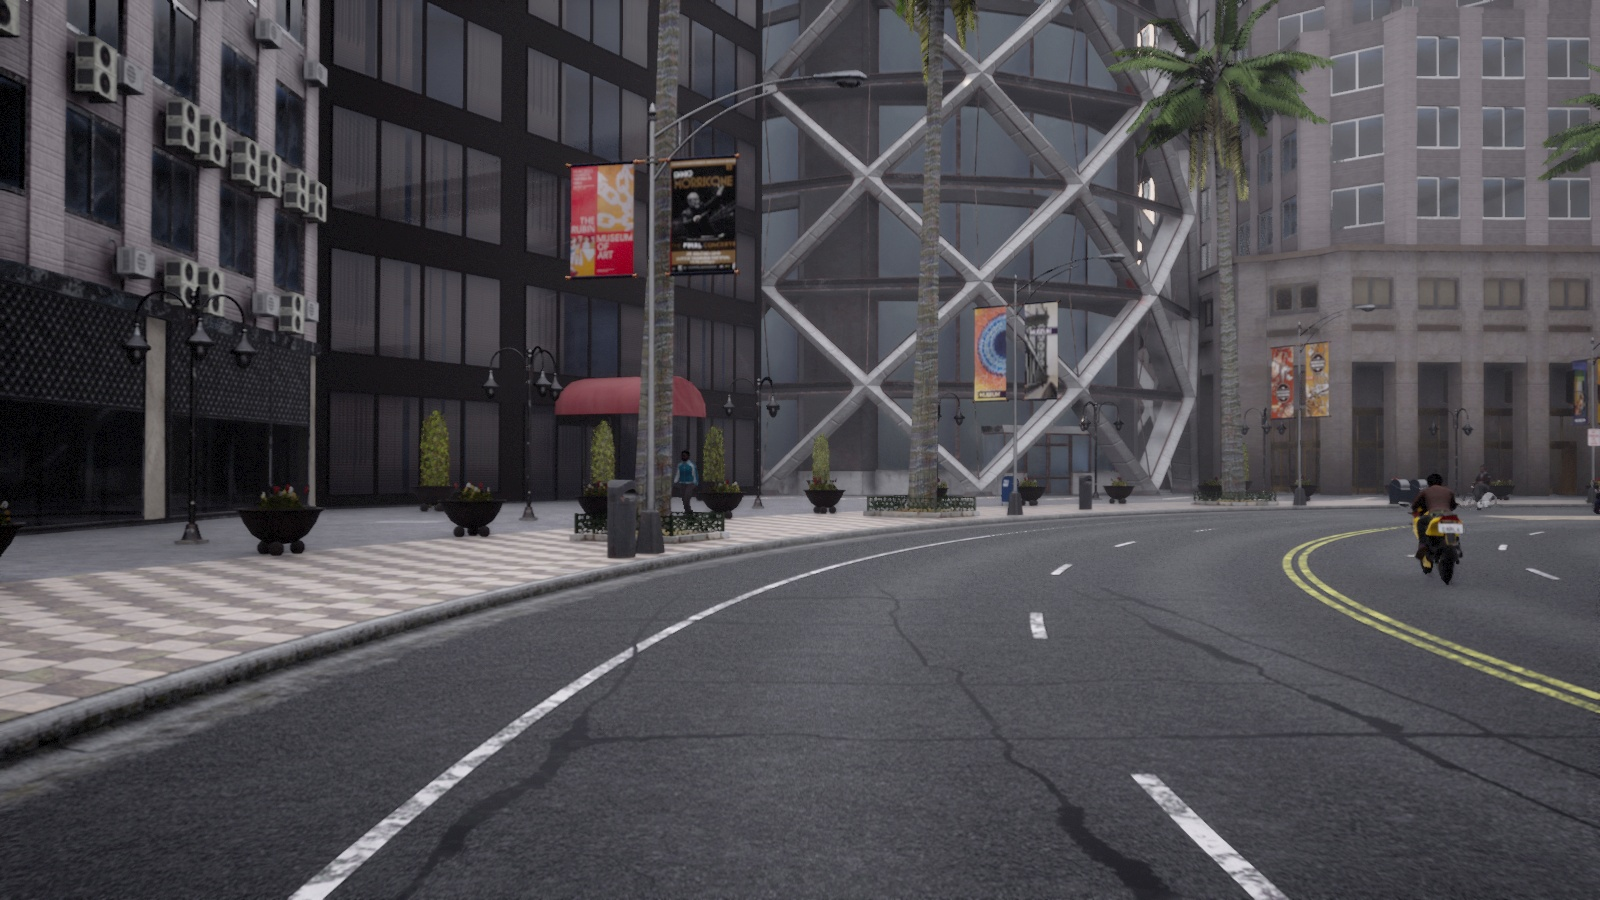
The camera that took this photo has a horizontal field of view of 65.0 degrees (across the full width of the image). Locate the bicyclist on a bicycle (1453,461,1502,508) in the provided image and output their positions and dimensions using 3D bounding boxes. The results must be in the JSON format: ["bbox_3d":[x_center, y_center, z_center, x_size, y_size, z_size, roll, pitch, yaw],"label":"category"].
[{"bbox_3d":[25.822,1.293,47.868,1.843,1.776,0.659,0,-1,-24],"label":"bicyclist on a bicycle"}]

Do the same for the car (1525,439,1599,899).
[{"bbox_3d":[3.504,0.756,1.871,2.033,1.649,4.856,0,-1,0],"label":"car"}]

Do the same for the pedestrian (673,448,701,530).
[{"bbox_3d":[-2.710,0.929,30.152,0.396,1.930,0.692,-1,-1,24],"label":"pedestrian"}]

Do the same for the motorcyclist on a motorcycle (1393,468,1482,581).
[{"bbox_3d":[9.142,1.027,18.087,0.797,1.523,2.044,0,-1,17],"label":"motorcyclist on a motorcycle"}]
